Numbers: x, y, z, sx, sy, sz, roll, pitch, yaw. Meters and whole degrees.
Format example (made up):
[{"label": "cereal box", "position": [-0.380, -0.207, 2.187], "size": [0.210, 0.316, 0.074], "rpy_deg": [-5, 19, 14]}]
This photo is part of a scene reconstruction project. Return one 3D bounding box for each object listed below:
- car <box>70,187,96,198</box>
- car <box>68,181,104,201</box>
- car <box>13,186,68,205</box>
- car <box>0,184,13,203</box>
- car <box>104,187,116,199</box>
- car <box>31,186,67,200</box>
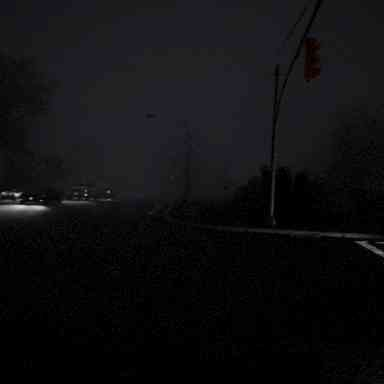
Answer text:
[{"label": "car", "position": [-15.491, 0.152, 47.460], "size": [2.033, 1.411, 5.357], "rpy_deg": [2, -1, -1]}, {"label": "car", "position": [-11.757, -0.158, 36.429], "size": [2.150, 2.045, 5.566], "rpy_deg": [2, 0, -1]}, {"label": "car", "position": [-11.523, 0.237, 25.697], "size": [1.994, 1.385, 4.181], "rpy_deg": [2, 1, -1]}, {"label": "car", "position": [-15.050, 0.091, 25.805], "size": [2.033, 1.411, 5.357], "rpy_deg": [2, 1, -5]}, {"label": "car", "position": [-11.974, 0.070, 46.380], "size": [2.097, 1.767, 4.553], "rpy_deg": [2, -1, -1]}, {"label": "car", "position": [-15.256, 0.091, 35.797], "size": [1.895, 1.301, 4.718], "rpy_deg": [2, 0, -1]}]
